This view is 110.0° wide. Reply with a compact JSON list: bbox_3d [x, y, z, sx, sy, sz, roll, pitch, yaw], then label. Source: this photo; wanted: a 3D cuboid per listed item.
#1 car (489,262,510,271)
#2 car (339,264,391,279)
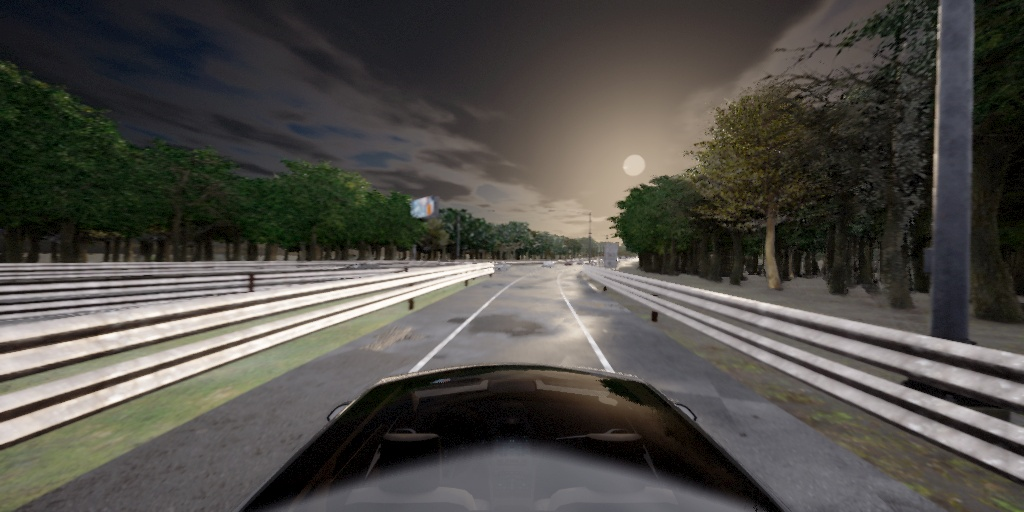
[{"bbox_3d":[-1.825,1.615,54.788,1.895,1.301,4.718,0,-1,20],"label":"car"},{"bbox_3d":[-11.395,1.346,28.443,1.837,1.490,4.892,1,0,20],"label":"car"}]
